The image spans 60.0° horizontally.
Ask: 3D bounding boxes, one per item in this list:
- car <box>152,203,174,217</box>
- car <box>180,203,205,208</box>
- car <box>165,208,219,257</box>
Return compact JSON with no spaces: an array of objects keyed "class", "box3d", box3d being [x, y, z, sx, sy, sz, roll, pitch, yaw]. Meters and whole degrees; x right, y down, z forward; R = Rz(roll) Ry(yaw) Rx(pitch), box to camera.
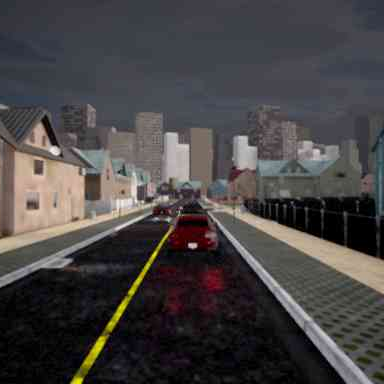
[{"class":"car","box3d":[-2.812,1.752,33.092,1.994,1.385,4.181,0,0,0]},{"class":"car","box3d":[0.034,1.633,27.523,1.882,1.535,5.008,0,0,0]},{"class":"car","box3d":[0.047,1.599,13.253,1.812,1.442,4.674,0,0,1]}]
